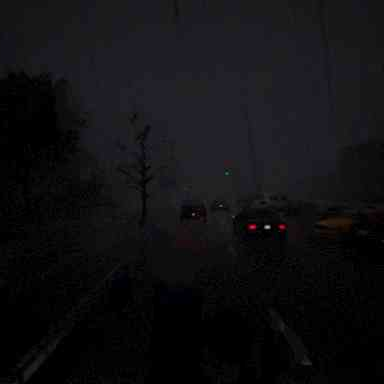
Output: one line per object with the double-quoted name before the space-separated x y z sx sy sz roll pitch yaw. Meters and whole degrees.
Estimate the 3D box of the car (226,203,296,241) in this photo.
"car" 3.102 1.484 16.170 2.033 1.411 5.357 0 0 0

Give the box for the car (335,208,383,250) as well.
"car" 8.098 1.476 12.295 4.792 1.488 2.163 1 0 -20

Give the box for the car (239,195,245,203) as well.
"car" 8.068 1.406 36.140 4.892 1.521 2.231 1 0 -20

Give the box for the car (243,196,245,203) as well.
"car" 8.080 1.402 33.155 5.008 1.535 2.097 1 0 -20

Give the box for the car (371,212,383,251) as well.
"car" 7.898 1.455 9.233 5.366 1.575 1.946 1 1 -20

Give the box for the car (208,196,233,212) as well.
"car" 3.104 1.480 37.669 1.994 1.385 4.181 0 0 0

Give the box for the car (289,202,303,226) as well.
"car" 8.068 1.461 18.248 4.674 1.452 2.002 1 0 -20

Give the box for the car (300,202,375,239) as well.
"car" 7.899 1.426 15.199 5.366 1.575 1.946 1 0 -20

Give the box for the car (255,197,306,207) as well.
"car" 8.083 1.404 27.189 4.892 1.521 2.231 1 0 -20

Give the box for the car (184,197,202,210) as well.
"car" 0.105 1.414 41.600 2.128 1.511 4.902 0 0 0

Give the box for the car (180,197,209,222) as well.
"car" 0.104 1.390 25.443 1.882 1.535 5.008 0 0 0

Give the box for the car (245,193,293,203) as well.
"car" 8.103 1.149 30.190 5.566 2.045 2.435 1 0 -20

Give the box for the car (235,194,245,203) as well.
"car" 8.248 1.409 39.187 5.366 1.575 1.946 1 0 -20

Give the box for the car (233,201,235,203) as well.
"car" 8.101 1.445 42.117 4.792 1.488 2.163 1 0 -20
